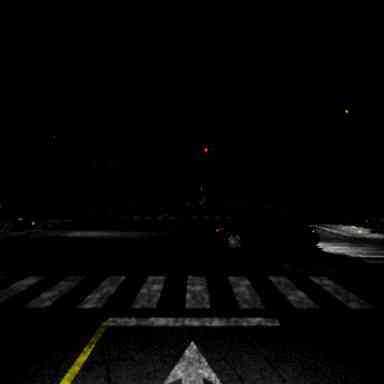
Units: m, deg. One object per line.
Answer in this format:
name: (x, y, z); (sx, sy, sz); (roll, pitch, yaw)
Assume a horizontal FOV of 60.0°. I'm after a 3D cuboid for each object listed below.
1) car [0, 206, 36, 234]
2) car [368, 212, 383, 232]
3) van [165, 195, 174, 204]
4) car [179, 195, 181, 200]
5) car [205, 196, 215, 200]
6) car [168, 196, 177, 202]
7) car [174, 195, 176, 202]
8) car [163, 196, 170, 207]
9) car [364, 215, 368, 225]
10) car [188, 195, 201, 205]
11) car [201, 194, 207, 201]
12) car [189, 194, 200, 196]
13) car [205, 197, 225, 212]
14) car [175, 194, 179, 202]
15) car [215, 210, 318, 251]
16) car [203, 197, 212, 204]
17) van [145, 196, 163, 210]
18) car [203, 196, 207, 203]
car: (-10.996, 1.381, 17.742); (4.902, 1.511, 2.128); (1, 0, -4)
car: (13.936, 1.882, 20.689); (4.674, 1.442, 1.812); (1, 0, 0)
van: (-5.178, 1.591, 68.445); (1.690, 1.788, 3.998); (0, 0, 1)
car: (-4.931, 1.650, 90.494); (2.192, 1.841, 5.009); (0, 0, 1)
car: (3.101, 1.692, 46.472); (1.752, 1.417, 4.829); (0, 0, 1)
car: (-4.993, 1.858, 84.981); (1.887, 1.381, 4.507); (0, 0, 1)
car: (-5.116, 1.816, 73.957); (1.887, 1.381, 4.507); (0, 0, 1)
car: (-5.302, 1.774, 57.420); (1.947, 1.339, 4.313); (0, 0, 1)
car: (15.005, 1.898, 23.952); (4.892, 1.490, 1.837); (1, 0, 0)
car: (0.638, 1.835, 64.323); (1.895, 1.301, 4.718); (0, 0, 1)
car: (3.224, 1.523, 57.328); (2.192, 1.841, 5.009); (0, 0, 1)
car: (0.696, 1.841, 78.462); (1.994, 1.385, 4.181); (0, 0, 1)
car: (3.038, 1.697, 40.790); (2.008, 1.369, 4.403); (0, 0, 1)
car: (-5.054, 1.607, 79.470); (2.192, 1.841, 5.009); (0, 0, 1)
car: (3.083, 1.617, 14.062); (4.181, 1.385, 1.994); (0, 0, 0)
car: (3.410, 1.797, 74.036); (1.752, 1.417, 4.829); (0, 0, 1)
van: (-5.425, 1.508, 46.396); (1.690, 1.788, 3.998); (0, 0, 1)
car: (3.161, 1.738, 51.815); (2.008, 1.369, 4.403); (0, 0, 1)
